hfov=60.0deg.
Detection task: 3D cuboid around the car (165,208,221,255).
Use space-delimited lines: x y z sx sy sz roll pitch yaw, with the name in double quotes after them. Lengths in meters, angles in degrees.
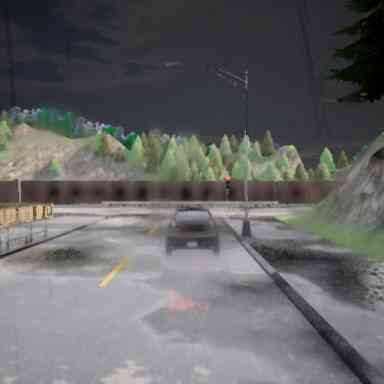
0.037 1.356 12.638 1.837 1.490 4.892 0 0 1 "car"
